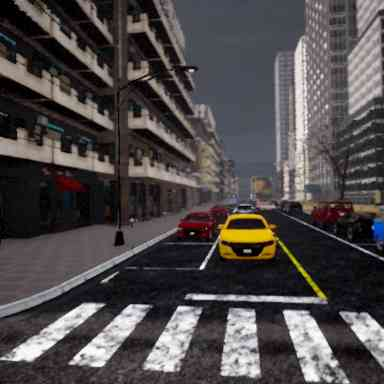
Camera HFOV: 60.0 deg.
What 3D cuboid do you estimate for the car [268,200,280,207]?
[{"bbox_3d":[16.305,2.223,66.172,1.947,1.339,4.313,-1,-1,9],"label":"car"}]

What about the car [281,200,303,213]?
[{"bbox_3d":[13.166,1.882,43.153,1.837,1.490,4.892,-1,-1,9],"label":"car"}]

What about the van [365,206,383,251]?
[{"bbox_3d":[7.781,1.371,11.611,1.690,1.788,3.998,-1,-1,9],"label":"van"}]

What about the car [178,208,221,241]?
[{"bbox_3d":[0.357,1.791,18.357,1.887,1.381,4.507,-1,-1,9],"label":"car"}]

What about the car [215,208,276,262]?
[{"bbox_3d":[2.133,1.622,12.991,1.882,1.535,5.008,-1,-1,9],"label":"car"}]

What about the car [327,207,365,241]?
[{"bbox_3d":[8.636,1.656,17.064,1.947,1.339,4.313,-1,-1,9],"label":"car"}]

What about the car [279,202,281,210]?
[{"bbox_3d":[14.240,1.935,50.071,1.882,1.535,5.008,-1,-1,9],"label":"car"}]

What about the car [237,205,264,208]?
[{"bbox_3d":[3.567,1.809,22.127,1.994,1.385,4.181,-1,-1,9],"label":"car"}]

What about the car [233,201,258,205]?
[{"bbox_3d":[5.158,1.885,32.278,1.812,1.442,4.674,-1,-1,9],"label":"car"}]

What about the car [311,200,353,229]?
[{"bbox_3d":[9.485,1.466,22.524,2.192,1.841,5.009,-1,-1,9],"label":"car"}]

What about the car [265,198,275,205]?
[{"bbox_3d":[18.008,2.232,77.086,1.967,1.590,4.097,-1,-1,9],"label":"car"}]

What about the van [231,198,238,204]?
[{"bbox_3d":[10.580,2.357,83.836,1.690,1.788,3.998,-1,-1,9],"label":"van"}]

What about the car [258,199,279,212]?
[{"bbox_3d":[10.703,2.076,47.122,1.895,1.301,4.718,-1,-1,9],"label":"car"}]

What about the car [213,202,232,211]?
[{"bbox_3d":[2.913,1.975,34.725,1.887,1.381,4.507,-1,-1,9],"label":"car"}]

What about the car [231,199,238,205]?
[{"bbox_3d":[11.435,2.628,89.289,1.887,1.381,4.507,-1,-1,9],"label":"car"}]

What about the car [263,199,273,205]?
[{"bbox_3d":[18.862,2.410,82.541,2.008,1.369,4.403,-1,-1,9],"label":"car"}]
